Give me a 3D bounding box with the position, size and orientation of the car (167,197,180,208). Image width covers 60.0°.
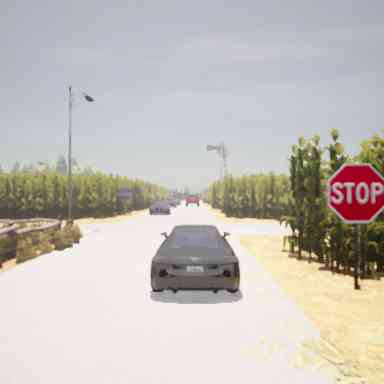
[{"bbox_3d":[-3.184,1.530,48.212,1.837,1.490,4.892,0,-1,0],"label":"car"}]

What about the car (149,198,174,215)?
[{"bbox_3d":[-3.193,1.599,33.944,1.994,1.385,4.181,0,0,0],"label":"car"}]

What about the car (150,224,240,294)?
[{"bbox_3d":[0.084,1.531,8.760,1.994,1.385,4.181,0,0,1],"label":"car"}]

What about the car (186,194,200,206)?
[{"bbox_3d":[0.106,1.366,56.063,2.150,2.045,5.566,0,-1,0],"label":"car"}]
